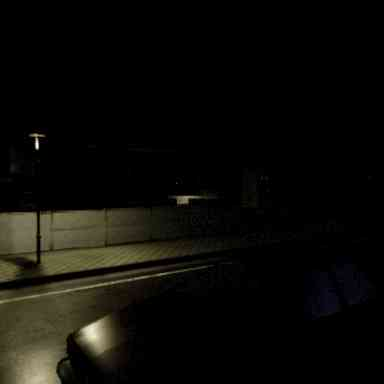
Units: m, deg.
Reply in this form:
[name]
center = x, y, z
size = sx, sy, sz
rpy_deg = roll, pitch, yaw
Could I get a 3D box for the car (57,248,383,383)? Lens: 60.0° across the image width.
[car]
center = 1.187, 1.531, 4.410
size = 5.357, 1.411, 2.033
rpy_deg = 0, 0, -35
